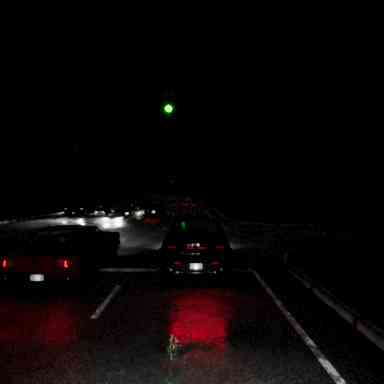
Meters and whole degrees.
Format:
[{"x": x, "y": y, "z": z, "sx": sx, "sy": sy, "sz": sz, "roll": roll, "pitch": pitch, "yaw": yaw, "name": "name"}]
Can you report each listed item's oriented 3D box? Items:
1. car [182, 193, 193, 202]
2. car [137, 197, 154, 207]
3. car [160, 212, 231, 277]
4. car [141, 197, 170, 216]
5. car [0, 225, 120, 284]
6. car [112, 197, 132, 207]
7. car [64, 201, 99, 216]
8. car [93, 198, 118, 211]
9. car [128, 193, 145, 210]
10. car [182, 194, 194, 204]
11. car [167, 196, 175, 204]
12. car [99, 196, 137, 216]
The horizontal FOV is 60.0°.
[{"x": -1.053, "y": 1.219, "z": 72.367, "sx": 2.097, "sy": 1.767, "sz": 4.553, "roll": 0, "pitch": 0, "yaw": -3, "name": "car"}, {"x": -7.315, "y": 1.516, "z": 52.641, "sx": 2.033, "sy": 1.411, "sz": 5.357, "roll": 0, "pitch": 0, "yaw": -1, "name": "car"}, {"x": 0.098, "y": 1.499, "z": 10.236, "sx": 1.837, "sy": 1.490, "sz": 4.892, "roll": 0, "pitch": 0, "yaw": 0, "name": "car"}, {"x": -3.423, "y": 1.487, "z": 31.918, "sx": 1.837, "sy": 1.490, "sz": 4.892, "roll": 0, "pitch": 0, "yaw": 0, "name": "car"}, {"x": -3.401, "y": 1.595, "z": 9.526, "sx": 1.895, "sy": 1.301, "sz": 4.718, "roll": 0, "pitch": 0, "yaw": 0, "name": "car"}, {"x": -10.802, "y": 1.516, "z": 51.834, "sx": 2.033, "sy": 1.411, "sz": 5.357, "roll": 0, "pitch": 0, "yaw": -1, "name": "car"}, {"x": -10.621, "y": 1.582, "z": 31.958, "sx": 1.895, "sy": 1.301, "sz": 4.718, "roll": 0, "pitch": 0, "yaw": 0, "name": "car"}, {"x": -10.685, "y": 1.480, "z": 41.267, "sx": 1.837, "sy": 1.490, "sz": 4.892, "roll": 0, "pitch": 0, "yaw": -1, "name": "car"}, {"x": -7.193, "y": 1.196, "z": 42.306, "sx": 2.150, "sy": 2.045, "sz": 5.566, "roll": 0, "pitch": 0, "yaw": 0, "name": "car"}, {"x": -0.563, "y": 1.489, "z": 62.251, "sx": 1.812, "sy": 1.442, "sz": 4.674, "roll": 0, "pitch": 0, "yaw": -2, "name": "car"}, {"x": -4.062, "y": 1.489, "z": 62.152, "sx": 1.812, "sy": 1.442, "sz": 4.674, "roll": 0, "pitch": 0, "yaw": -2, "name": "car"}, {"x": -7.113, "y": 1.472, "z": 32.448, "sx": 2.128, "sy": 1.511, "sz": 4.902, "roll": 0, "pitch": 0, "yaw": 1, "name": "car"}]
